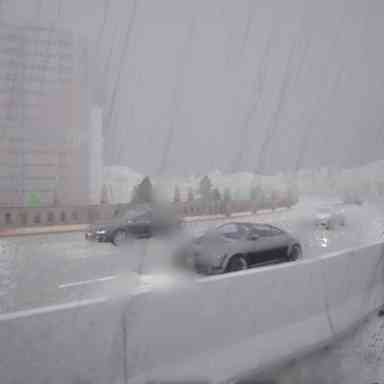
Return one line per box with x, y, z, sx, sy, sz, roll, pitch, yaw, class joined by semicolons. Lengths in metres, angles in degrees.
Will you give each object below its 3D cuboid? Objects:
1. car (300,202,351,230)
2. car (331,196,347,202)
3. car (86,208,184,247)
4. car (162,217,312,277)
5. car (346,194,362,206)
8.612;1.596;21.758;1.812;1.442;4.674;0;0;41;car
21.825;1.683;50.015;1.812;1.442;4.674;0;0;22;car
-2.501;1.570;15.669;4.892;1.490;1.837;0;0;-41;car
1.477;1.601;9.914;4.181;1.385;1.994;0;0;-41;car
28.448;1.396;58.803;2.150;2.045;5.566;0;0;16;car
